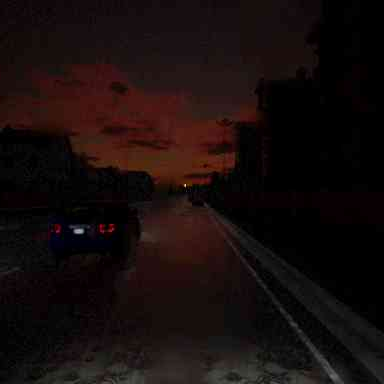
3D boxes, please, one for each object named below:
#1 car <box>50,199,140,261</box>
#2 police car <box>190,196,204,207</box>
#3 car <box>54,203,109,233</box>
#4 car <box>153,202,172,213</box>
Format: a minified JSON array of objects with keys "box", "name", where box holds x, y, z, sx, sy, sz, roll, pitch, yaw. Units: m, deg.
[{"box":[-3.403,1.283,12.689,2.150,2.045,5.566,0,0,0],"name":"car"},{"box":[1.038,1.691,55.696,1.930,1.638,5.238,0,0,0],"name":"police car"},{"box":[-6.905,1.579,21.353,1.882,1.535,5.008,0,0,0],"name":"car"},{"box":[-3.409,1.788,39.282,1.895,1.301,4.718,0,0,0],"name":"car"}]
